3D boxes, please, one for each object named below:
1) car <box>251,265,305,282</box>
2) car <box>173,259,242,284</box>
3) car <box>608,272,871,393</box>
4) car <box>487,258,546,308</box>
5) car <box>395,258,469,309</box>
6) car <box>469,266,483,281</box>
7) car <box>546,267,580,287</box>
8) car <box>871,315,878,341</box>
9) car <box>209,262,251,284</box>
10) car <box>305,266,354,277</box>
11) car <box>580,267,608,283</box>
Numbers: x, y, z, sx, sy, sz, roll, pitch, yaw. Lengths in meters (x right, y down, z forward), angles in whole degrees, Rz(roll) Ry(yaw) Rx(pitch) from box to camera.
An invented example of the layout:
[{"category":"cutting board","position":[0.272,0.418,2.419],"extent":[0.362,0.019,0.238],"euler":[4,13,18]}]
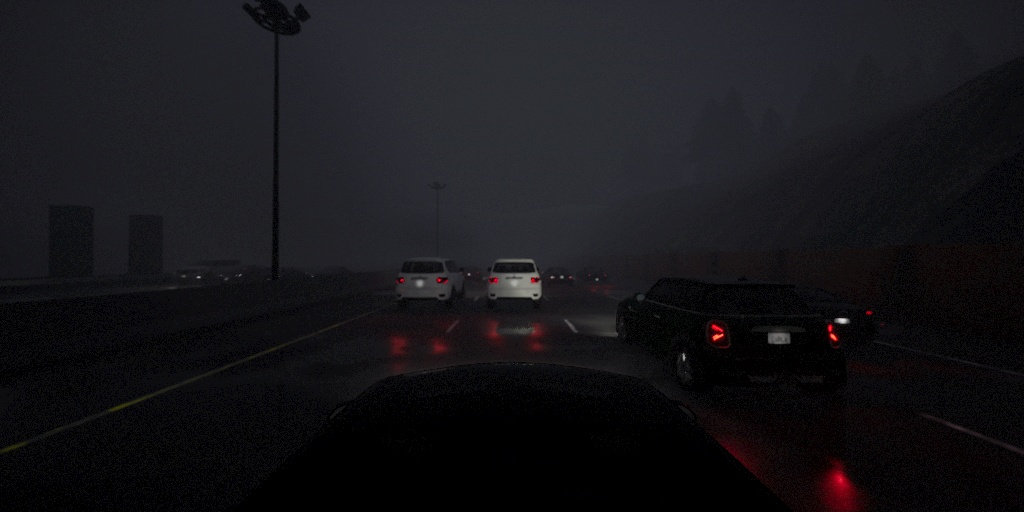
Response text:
[{"category":"car","position":[-17.854,1.547,28.149],"extent":[1.994,1.385,4.181],"euler":[0,-1,-1]},{"category":"car","position":[-24.897,1.220,29.891],"extent":[2.150,2.045,5.566],"euler":[0,-1,-1]},{"category":"car","position":[3.597,1.149,6.955],"extent":[2.097,1.767,4.553],"euler":[0,-1,0]},{"category":"car","position":[0.059,1.100,16.164],"extent":[2.150,2.045,5.566],"euler":[0,0,-1]},{"category":"car","position":[-3.440,1.097,15.961],"extent":[2.150,2.045,5.566],"euler":[0,-1,-1]},{"category":"car","position":[-3.777,1.592,33.192],"extent":[1.994,1.385,4.181],"euler":[0,-1,-1]},{"category":"car","position":[3.368,1.523,27.163],"extent":[2.033,1.411,5.357],"euler":[0,-1,-1]},{"category":"car","position":[7.095,1.386,9.707],"extent":[1.994,1.385,4.181],"euler":[0,-1,0]},{"category":"car","position":[-21.380,1.484,29.236],"extent":[2.128,1.511,4.902],"euler":[0,-1,-1]},{"category":"car","position":[-14.375,1.516,29.046],"extent":[1.812,1.442,4.674],"euler":[0,-1,-1]},{"category":"car","position":[6.779,1.611,31.017],"extent":[1.895,1.301,4.718],"euler":[0,-1,-1]}]
